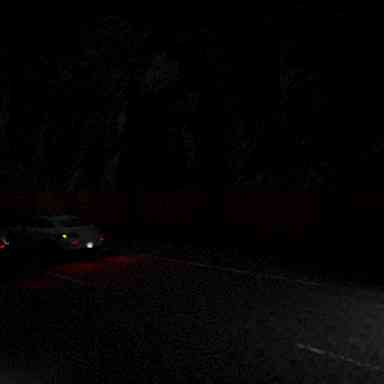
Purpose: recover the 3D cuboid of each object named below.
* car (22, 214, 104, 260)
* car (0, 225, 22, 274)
[{"bbox_3d":[-5.263,1.569,12.695,4.674,1.442,1.812,0,0,39],"label":"car"},{"bbox_3d":[-6.959,1.595,9.573,4.181,1.385,1.994,0,0,39],"label":"car"}]
